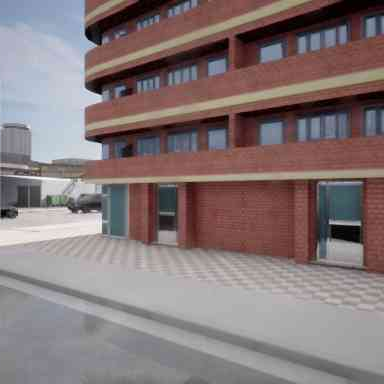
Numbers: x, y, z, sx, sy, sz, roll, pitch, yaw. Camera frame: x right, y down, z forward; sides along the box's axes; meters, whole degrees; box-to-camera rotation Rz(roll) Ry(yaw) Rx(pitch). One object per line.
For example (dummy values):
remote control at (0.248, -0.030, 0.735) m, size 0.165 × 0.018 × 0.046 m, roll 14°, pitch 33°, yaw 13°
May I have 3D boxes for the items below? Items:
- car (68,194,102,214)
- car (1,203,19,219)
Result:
car at (-10.632, 1.221, 36.045) m, size 2.150 × 2.045 × 5.566 m, roll 0°, pitch 0°, yaw 34°
car at (-16.601, 1.564, 27.299) m, size 1.994 × 1.385 × 4.181 m, roll 0°, pitch 0°, yaw 34°
